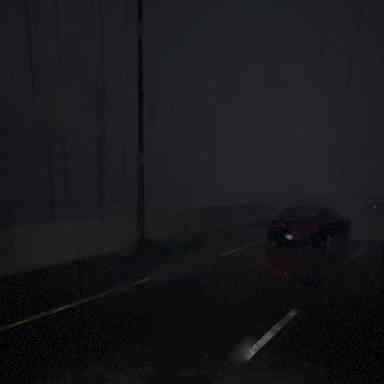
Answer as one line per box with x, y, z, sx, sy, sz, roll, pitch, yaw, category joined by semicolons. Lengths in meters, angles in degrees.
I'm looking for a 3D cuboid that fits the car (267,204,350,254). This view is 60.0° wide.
4.515;1.200;12.449;1.882;1.535;5.008;1;2;36;car

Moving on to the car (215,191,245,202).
5.453;0.641;43.903;1.895;1.301;4.718;1;2;35;car

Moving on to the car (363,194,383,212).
15.503;0.878;27.524;2.128;1.511;4.902;1;2;36;car

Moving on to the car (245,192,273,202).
9.083;0.658;42.992;1.895;1.301;4.718;1;2;35;car

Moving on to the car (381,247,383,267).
6.694;1.332;9.506;2.033;1.411;5.357;1;2;36;car

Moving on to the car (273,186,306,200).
12.658;0.298;41.994;2.150;2.045;5.566;1;1;35;car

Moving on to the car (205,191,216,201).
3.592;0.531;47.343;1.994;1.385;4.181;1;2;35;car
